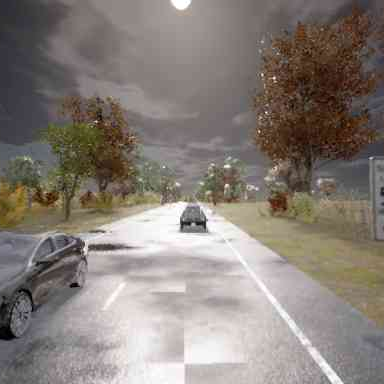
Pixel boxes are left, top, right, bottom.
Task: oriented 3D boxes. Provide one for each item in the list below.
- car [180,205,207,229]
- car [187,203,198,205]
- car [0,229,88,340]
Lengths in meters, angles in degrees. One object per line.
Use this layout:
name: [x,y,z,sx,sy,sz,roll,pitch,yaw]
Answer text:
car: [0.091,1.905,24.446,1.895,1.301,4.718,0,-1,0]
car: [0.104,2.086,42.390,1.812,1.442,4.674,0,-1,0]
car: [-3.594,1.572,6.739,2.128,1.511,4.902,0,-1,0]
